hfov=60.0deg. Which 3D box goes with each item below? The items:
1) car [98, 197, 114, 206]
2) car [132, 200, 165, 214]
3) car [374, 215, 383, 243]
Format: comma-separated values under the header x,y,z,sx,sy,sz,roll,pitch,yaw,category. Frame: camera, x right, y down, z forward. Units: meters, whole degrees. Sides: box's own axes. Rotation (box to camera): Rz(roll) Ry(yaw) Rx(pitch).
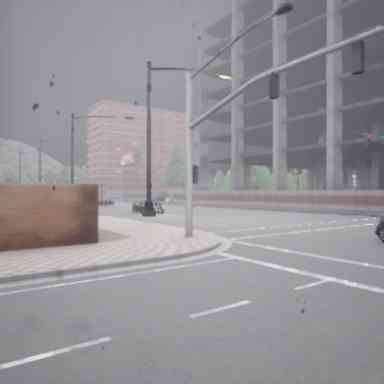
x,y,z,sx,sy,sz,roll,pitch,yaw,category
-14.425,1.515,54.800,1.882,1.535,5.008,0,0,-35,car
-4.633,1.592,34.742,1.837,1.490,4.892,0,2,-35,car
10.277,1.360,13.814,2.097,1.767,4.553,0,0,-37,car
